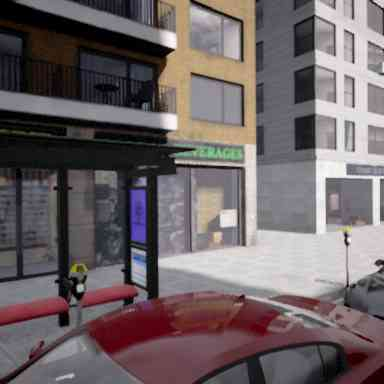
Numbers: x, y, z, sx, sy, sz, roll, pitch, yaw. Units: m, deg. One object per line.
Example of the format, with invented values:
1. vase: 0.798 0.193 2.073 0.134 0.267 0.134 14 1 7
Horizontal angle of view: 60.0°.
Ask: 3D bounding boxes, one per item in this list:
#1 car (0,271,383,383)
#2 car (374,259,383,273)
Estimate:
1. car: -0.210 1.531 2.255 4.507 1.381 1.887 -1 1 -35
2. car: 4.290 1.478 5.460 4.313 1.339 1.947 -1 1 -35
